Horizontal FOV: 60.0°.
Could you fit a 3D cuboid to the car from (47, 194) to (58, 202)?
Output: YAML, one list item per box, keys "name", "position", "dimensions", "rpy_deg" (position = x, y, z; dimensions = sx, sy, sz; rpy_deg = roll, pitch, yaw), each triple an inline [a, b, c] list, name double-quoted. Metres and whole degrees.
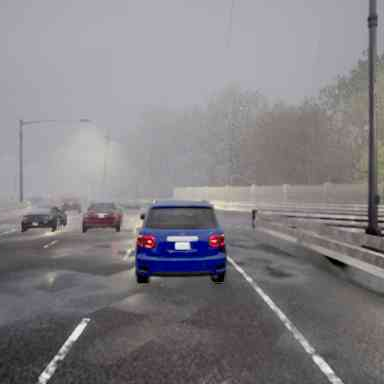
- name: "car"
  position: [-30.562, 1.304, 72.933]
  dimensions: [2.097, 1.767, 4.553]
  rpy_deg: [0, 0, -43]

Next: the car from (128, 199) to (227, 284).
- name: "car"
  position: [-0.373, 1.235, 9.771]
  dimensions: [2.150, 2.045, 5.566]
  rpy_deg: [0, 0, -4]

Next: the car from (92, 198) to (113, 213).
- name: "car"
  position: [-10.691, 1.527, 39.529]
  dimensions: [1.882, 1.535, 5.008]
  rpy_deg: [0, 0, -21]

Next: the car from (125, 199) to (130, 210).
- name: "car"
  position: [-8.381, 1.618, 43.790]
  dimensions: [1.994, 1.385, 4.181]
  rpy_deg: [0, 0, -25]

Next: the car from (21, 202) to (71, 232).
- name: "car"
  position: [-8.871, 1.551, 20.211]
  dimensions: [1.812, 1.442, 4.674]
  rpy_deg: [0, 0, -10]

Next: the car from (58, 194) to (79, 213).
- name: "car"
  position: [-13.789, 1.400, 37.762]
  dimensions: [2.097, 1.767, 4.553]
  rpy_deg: [0, 0, -20]

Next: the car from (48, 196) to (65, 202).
- name: "car"
  position: [-32.770, 1.627, 80.430]
  dimensions: [4.902, 1.511, 2.128]
  rpy_deg: [0, 0, 44]

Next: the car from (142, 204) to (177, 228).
- name: "car"
  position: [-2.366, 1.588, 23.184]
  dimensions: [1.994, 1.385, 4.181]
  rpy_deg: [0, 0, -11]

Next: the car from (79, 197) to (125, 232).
- name: "car"
  position: [-5.396, 1.378, 20.492]
  dimensions: [2.097, 1.767, 4.553]
  rpy_deg: [0, 0, -10]

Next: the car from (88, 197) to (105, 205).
- name: "car"
  position: [-17.614, 1.640, 61.134]
  dimensions: [1.994, 1.385, 4.181]
  rpy_deg: [0, 0, -32]

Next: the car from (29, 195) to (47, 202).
- name: "car"
  position: [-33.216, 1.447, 70.650]
  dimensions: [1.837, 1.490, 4.892]
  rpy_deg: [0, 0, -43]
